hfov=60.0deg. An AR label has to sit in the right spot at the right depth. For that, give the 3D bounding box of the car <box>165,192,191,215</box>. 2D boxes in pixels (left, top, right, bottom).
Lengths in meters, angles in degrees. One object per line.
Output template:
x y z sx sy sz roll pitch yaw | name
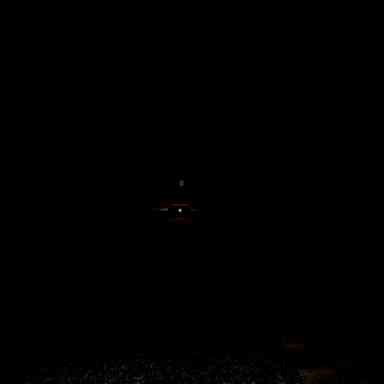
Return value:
-1.112 1.056 27.898 1.837 1.490 4.892 0 2 -5 | car

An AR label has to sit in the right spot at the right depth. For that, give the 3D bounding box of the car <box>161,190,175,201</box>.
-2.928 0.419 42.858 1.895 1.301 4.718 1 3 -8 | car
